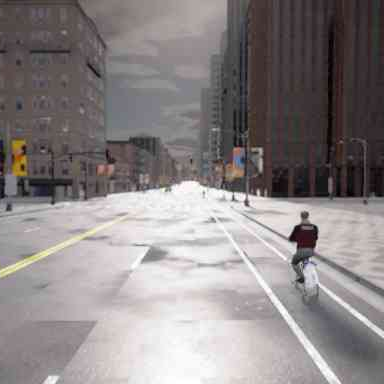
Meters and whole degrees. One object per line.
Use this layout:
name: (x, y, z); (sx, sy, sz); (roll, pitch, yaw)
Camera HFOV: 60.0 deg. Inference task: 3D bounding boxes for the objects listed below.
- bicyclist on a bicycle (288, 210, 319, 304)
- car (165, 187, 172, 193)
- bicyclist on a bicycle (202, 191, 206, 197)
bicyclist on a bicycle: (2.256, 1.238, 6.886); (0.659, 1.776, 1.843); (0, 1, 0)
car: (-6.423, -0.509, 91.016); (1.837, 1.490, 4.892); (0, 1, 0)
bicyclist on a bicycle: (2.305, 0.288, 64.166); (0.866, 1.612, 1.509); (0, 1, 0)
